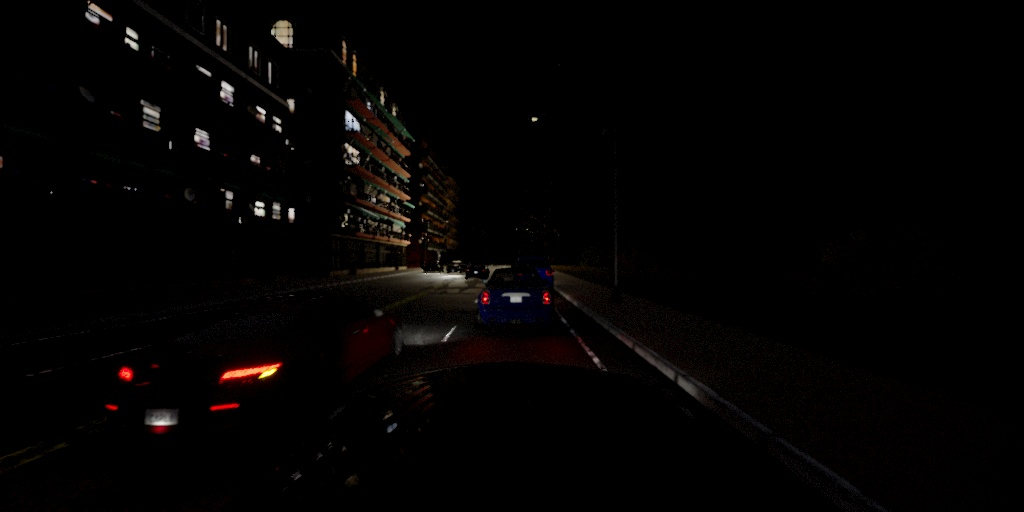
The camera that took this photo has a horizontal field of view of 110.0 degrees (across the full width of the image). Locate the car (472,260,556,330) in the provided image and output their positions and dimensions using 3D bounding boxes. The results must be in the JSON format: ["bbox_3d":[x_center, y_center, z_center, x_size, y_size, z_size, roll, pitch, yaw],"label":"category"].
[{"bbox_3d":[0.104,1.130,11.311,2.097,1.767,4.553,0,0,0],"label":"car"}]

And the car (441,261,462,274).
[{"bbox_3d":[-6.576,1.353,42.360,2.128,1.511,4.902,0,0,0],"label":"car"}]

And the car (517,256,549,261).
[{"bbox_3d":[1.147,1.029,20.887,2.150,2.045,5.566,0,0,0],"label":"car"}]

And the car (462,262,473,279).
[{"bbox_3d":[-3.133,1.401,33.105,1.994,1.385,4.181,0,0,0],"label":"car"}]

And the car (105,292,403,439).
[{"bbox_3d":[-3.148,1.287,5.528,1.812,1.442,4.674,0,0,0],"label":"car"}]

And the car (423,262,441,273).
[{"bbox_3d":[-9.822,1.433,45.215,1.994,1.385,4.181,0,0,0],"label":"car"}]
